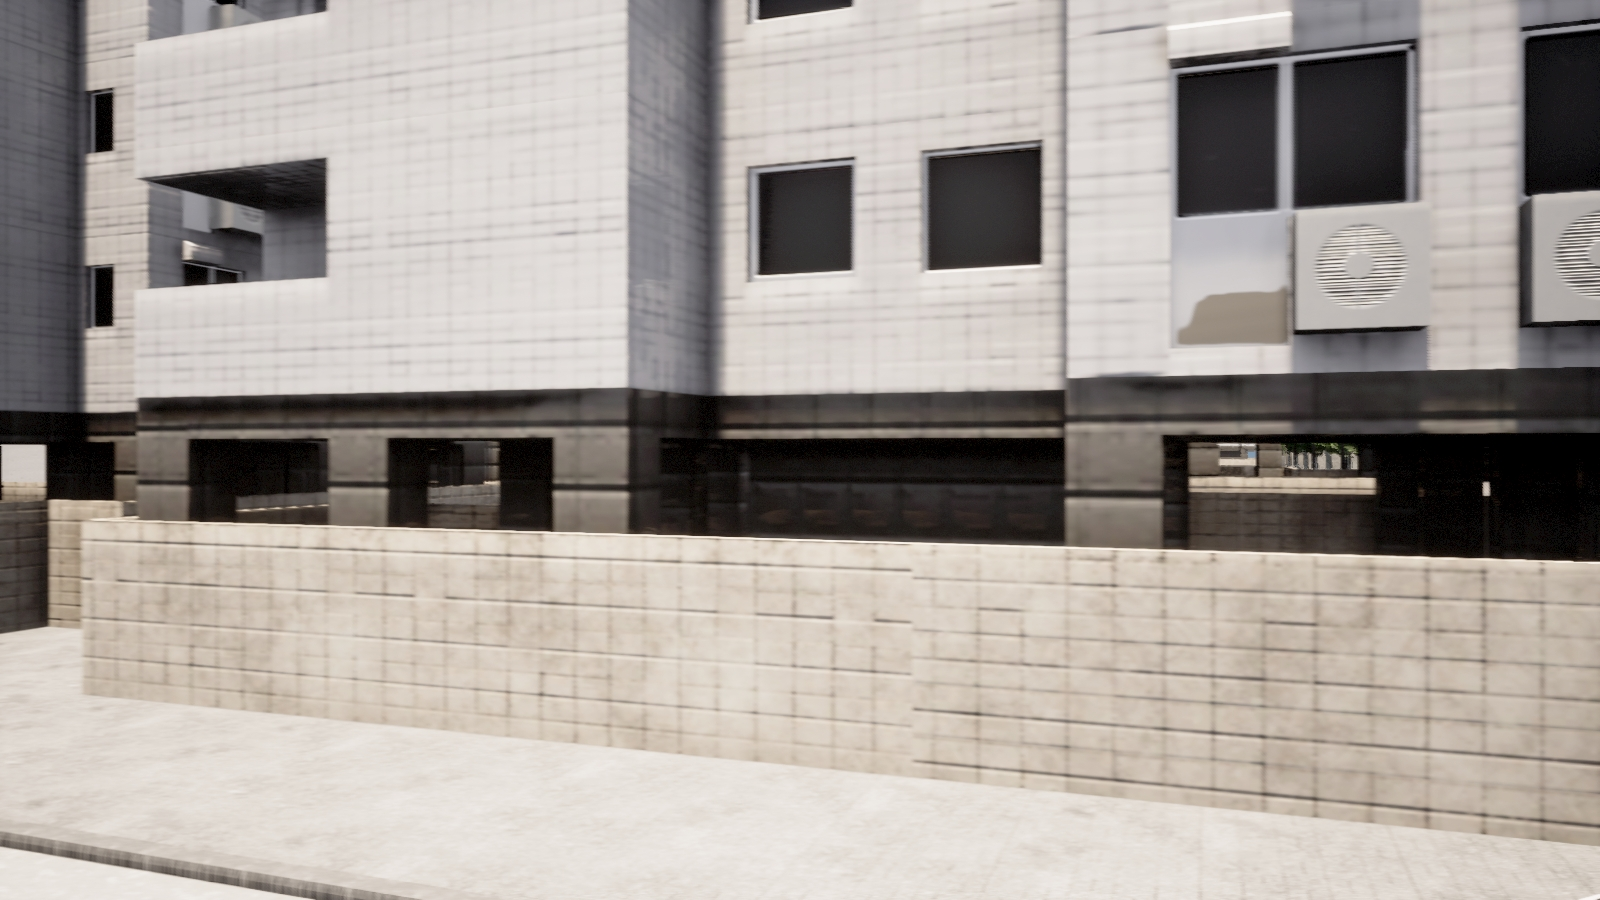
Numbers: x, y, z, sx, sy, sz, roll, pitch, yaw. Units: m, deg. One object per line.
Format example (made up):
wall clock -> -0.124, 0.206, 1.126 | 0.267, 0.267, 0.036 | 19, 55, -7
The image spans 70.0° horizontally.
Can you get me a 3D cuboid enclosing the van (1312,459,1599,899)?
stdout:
van -> 4.349, 1.314, 2.301 | 5.915, 2.561, 1.988 | 0, 0, 20
